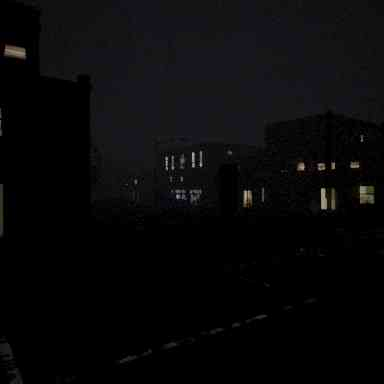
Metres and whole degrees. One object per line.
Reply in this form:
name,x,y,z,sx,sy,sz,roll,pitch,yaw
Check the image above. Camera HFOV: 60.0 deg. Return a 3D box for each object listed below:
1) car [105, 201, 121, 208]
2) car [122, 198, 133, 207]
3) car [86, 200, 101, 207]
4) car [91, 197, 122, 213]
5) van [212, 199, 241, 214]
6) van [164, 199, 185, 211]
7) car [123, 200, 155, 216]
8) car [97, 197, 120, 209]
car,-15.968,2.432,67.116,1.802,1.307,4.206,-2,0,-36
car,-12.638,2.084,62.546,2.192,1.841,5.009,-2,0,-36
car,-22.644,2.594,76.257,1.802,1.307,4.206,-2,0,-36
car,-12.728,2.001,48.516,2.192,1.841,5.009,-2,0,-36
van,4.051,1.707,39.694,1.690,1.788,3.998,-2,0,-36
van,-2.624,1.868,48.834,1.690,1.788,3.998,-2,0,-36
car,-5.947,2.047,39.239,1.752,1.417,4.829,-2,0,-36
car,-15.655,2.030,62.302,2.150,2.045,5.566,-1,-1,-36
